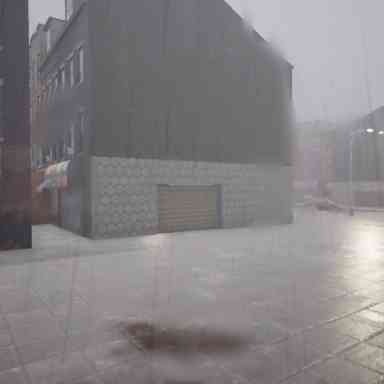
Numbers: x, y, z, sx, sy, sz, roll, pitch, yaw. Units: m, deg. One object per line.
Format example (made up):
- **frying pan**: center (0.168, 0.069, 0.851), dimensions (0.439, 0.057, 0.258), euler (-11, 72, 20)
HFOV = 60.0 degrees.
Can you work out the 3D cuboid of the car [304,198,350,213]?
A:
- **car**: center (13.533, 1.349, 33.526), dimensions (1.812, 1.442, 4.674), euler (-1, 1, -35)
